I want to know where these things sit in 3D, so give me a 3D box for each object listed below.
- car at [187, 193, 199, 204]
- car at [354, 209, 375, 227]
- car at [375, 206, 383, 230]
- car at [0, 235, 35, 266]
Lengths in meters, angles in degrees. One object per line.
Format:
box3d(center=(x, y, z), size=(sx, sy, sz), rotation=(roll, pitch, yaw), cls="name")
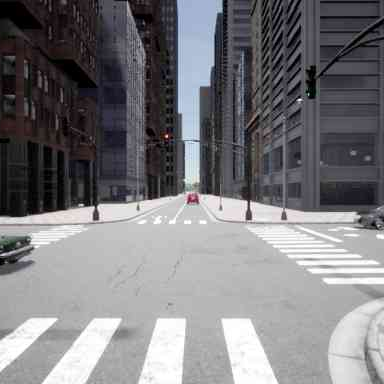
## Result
box3d(center=(0.195, 1.240, 62.344), size=(2.150, 2.045, 5.566), rotation=(0, 0, 0), cls="car")
box3d(center=(12.186, 1.393, 19.604), size=(4.902, 1.511, 2.128), rotation=(0, 0, 2), cls="car")
box3d(center=(12.158, 1.401, 16.374), size=(4.902, 1.511, 2.128), rotation=(0, 0, -1), cls="car")
box3d(center=(-7.270, 1.635, 9.754), size=(4.718, 1.301, 1.895), rotation=(-1, 0, 0), cls="car")
